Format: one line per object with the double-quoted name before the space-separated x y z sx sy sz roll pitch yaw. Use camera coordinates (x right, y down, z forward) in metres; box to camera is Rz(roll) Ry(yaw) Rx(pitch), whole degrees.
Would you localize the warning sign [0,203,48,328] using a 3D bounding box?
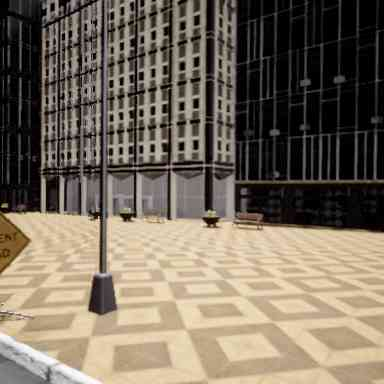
"warning sign" -3.282 1.135 5.430 1.060 1.860 1.300 1 0 35
